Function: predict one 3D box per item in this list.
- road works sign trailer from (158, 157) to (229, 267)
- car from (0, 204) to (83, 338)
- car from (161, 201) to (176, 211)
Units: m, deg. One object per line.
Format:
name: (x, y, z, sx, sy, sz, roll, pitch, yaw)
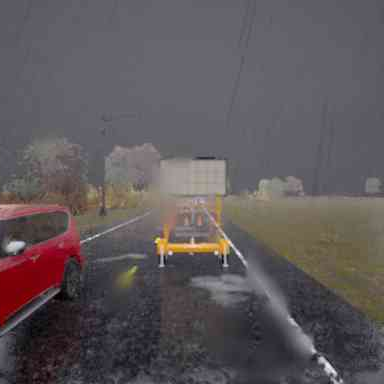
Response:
road works sign trailer: (0.038, 0.557, 11.807, 2.380, 3.560, 2.880, 0, 0, -1)
car: (-3.591, 1.265, 5.518, 2.150, 2.045, 5.566, 0, 0, 0)
car: (-3.327, 1.986, 48.205, 1.895, 1.301, 4.718, 0, 0, 1)
